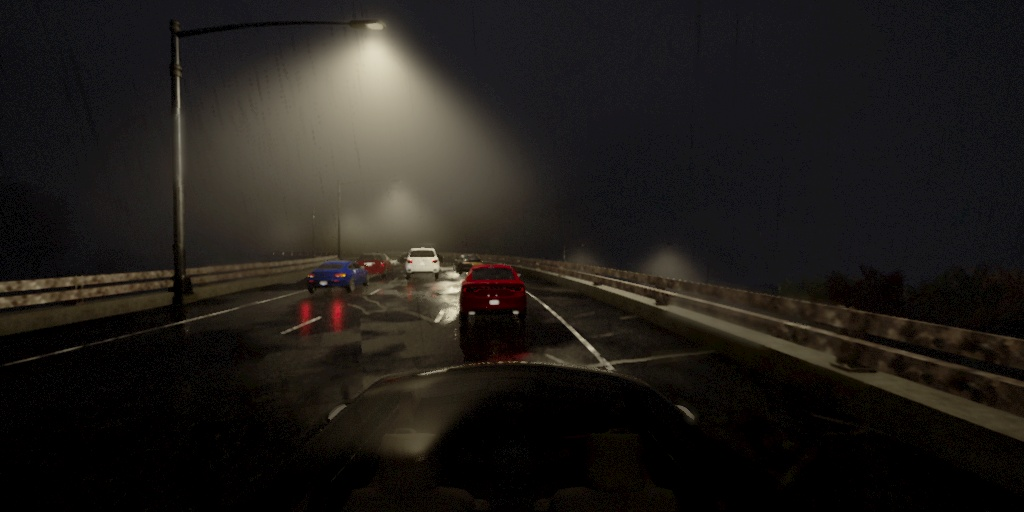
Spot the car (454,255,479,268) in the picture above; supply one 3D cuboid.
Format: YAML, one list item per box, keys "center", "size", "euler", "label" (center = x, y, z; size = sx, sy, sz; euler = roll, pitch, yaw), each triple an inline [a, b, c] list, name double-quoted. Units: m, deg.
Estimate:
- center: [-3.458, 0.656, 28.490]
  size: [2.128, 1.511, 4.902]
  euler: [0, 1, -13]
  label: "car"

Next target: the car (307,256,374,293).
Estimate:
- center: [-8.406, 0.935, 17.635]
  size: [1.812, 1.442, 4.674]
  euler: [0, 1, -8]
  label: "car"

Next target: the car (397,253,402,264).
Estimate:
- center: [-14.282, 0.243, 48.374]
  size: [1.837, 1.490, 4.892]
  euler: [0, 1, -25]
  label: "car"

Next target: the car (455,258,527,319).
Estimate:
- center: [-0.676, 1.005, 11.833]
  size: [1.882, 1.535, 5.008]
  euler: [0, 1, -5]
  label: "car"

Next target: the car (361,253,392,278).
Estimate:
- center: [-10.055, 0.574, 26.159]
  size: [2.097, 1.767, 4.553]
  euler: [0, 1, -13]
  label: "car"

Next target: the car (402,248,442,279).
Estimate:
- center: [-6.371, 0.452, 25.716]
  size: [2.150, 2.045, 5.566]
  euler: [0, 2, -13]
  label: "car"
